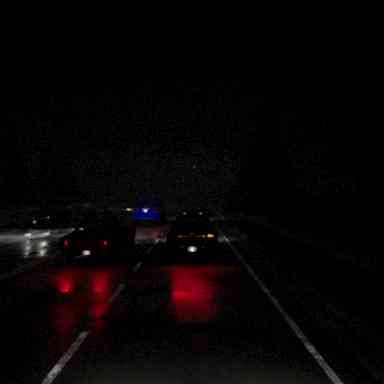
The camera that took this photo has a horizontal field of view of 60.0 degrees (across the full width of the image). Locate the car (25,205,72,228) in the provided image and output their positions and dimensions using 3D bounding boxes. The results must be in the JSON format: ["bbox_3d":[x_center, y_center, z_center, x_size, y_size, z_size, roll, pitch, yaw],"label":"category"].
[{"bbox_3d":[-10.502,1.765,24.670,2.128,1.511,4.902,0,-1,0],"label":"car"}]

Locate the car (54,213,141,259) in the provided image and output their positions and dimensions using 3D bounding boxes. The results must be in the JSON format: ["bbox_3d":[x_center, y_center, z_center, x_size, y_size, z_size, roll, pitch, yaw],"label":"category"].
[{"bbox_3d":[-3.477,1.748,13.232,1.895,1.301,4.718,0,-1,0],"label":"car"}]

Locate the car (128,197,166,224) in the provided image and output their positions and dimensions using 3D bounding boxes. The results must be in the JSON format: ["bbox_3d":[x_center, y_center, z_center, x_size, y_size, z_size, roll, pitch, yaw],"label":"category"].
[{"bbox_3d":[-3.475,1.528,27.564,2.150,2.045,5.566,0,0,0],"label":"car"}]

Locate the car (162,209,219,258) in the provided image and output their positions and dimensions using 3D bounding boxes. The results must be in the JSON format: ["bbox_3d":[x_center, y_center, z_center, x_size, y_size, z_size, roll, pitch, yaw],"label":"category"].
[{"bbox_3d":[0.025,1.656,13.485,1.837,1.490,4.892,0,0,0],"label":"car"}]

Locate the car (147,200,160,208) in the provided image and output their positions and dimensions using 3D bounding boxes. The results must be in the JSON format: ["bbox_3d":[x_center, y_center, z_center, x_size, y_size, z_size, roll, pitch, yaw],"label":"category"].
[{"bbox_3d":[-7.005,2.197,61.177,1.812,1.442,4.674,0,-1,1],"label":"car"}]

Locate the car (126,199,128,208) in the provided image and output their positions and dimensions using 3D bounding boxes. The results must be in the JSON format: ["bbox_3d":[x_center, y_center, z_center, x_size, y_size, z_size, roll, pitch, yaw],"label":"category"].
[{"bbox_3d":[-10.501,1.891,60.993,2.150,2.045,5.566,0,-1,1],"label":"car"}]

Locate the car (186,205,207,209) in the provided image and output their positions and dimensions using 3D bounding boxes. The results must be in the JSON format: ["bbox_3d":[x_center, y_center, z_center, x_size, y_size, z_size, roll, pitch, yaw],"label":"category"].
[{"bbox_3d":[0.307,1.841,28.858,1.812,1.442,4.674,0,0,7],"label":"car"}]

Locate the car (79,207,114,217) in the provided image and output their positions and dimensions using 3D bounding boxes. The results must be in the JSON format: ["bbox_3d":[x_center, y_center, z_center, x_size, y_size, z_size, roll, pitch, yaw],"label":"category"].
[{"bbox_3d":[-7.002,1.837,24.768,1.994,1.385,4.181,0,-1,0],"label":"car"}]
